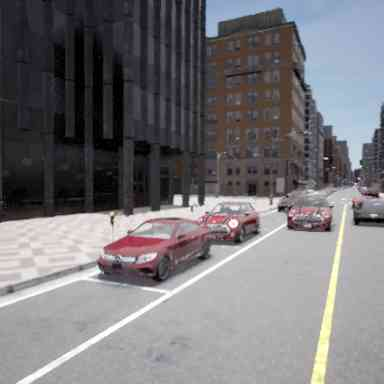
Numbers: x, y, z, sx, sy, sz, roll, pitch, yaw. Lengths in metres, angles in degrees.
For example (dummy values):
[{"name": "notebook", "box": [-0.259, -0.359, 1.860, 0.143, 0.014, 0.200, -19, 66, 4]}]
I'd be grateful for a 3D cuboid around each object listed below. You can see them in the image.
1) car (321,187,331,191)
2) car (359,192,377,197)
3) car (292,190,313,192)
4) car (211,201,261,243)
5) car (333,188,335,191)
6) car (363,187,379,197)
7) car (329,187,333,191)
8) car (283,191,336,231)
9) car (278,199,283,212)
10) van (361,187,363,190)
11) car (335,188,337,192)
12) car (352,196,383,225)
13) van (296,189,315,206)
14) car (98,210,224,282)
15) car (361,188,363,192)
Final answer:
[{"name": "car", "box": [25.166, 0.322, 64.162, 1.752, 1.417, 4.829, 1, 1, 25]}, {"name": "car", "box": [17.432, 1.015, 33.968, 1.895, 1.301, 4.718, 1, 1, 26]}, {"name": "car", "box": [11.283, 0.683, 34.793, 2.192, 1.841, 5.009, 1, 1, 25]}, {"name": "car", "box": [1.642, 1.162, 14.403, 1.967, 1.590, 4.097, 1, 1, 25]}, {"name": "car", "box": [32.416, 0.011, 79.497, 1.752, 1.417, 4.829, 1, 1, 25]}, {"name": "car", "box": [32.936, 0.219, 60.645, 2.192, 1.841, 5.009, 1, 1, 25]}, {"name": "car", "box": [27.655, 0.256, 69.429, 1.947, 1.339, 4.313, 1, 1, 25]}, {"name": "car", "box": [6.544, 1.026, 18.084, 2.097, 1.767, 4.553, 1, 1, 25]}, {"name": "car", "box": [8.871, 1.022, 29.699, 1.947, 1.339, 4.313, 1, 1, 25]}, {"name": "van", "box": [40.188, -0.067, 75.985, 1.690, 1.788, 3.998, 1, 1, 25]}, {"name": "car", "box": [34.906, -0.308, 84.758, 2.192, 1.841, 5.009, 1, 1, 25]}, {"name": "car", "box": [11.022, 1.215, 20.378, 1.994, 1.385, 4.181, 1, 1, 26]}, {"name": "van", "box": [13.693, 0.619, 39.893, 1.690, 1.788, 3.998, 1, 1, 25]}, {"name": "car", "box": [-0.769, 1.392, 9.306, 1.802, 1.307, 4.206, 1, 1, 25]}, {"name": "car", "box": [37.769, 0.241, 70.876, 1.887, 1.381, 4.507, 1, 1, 25]}]
